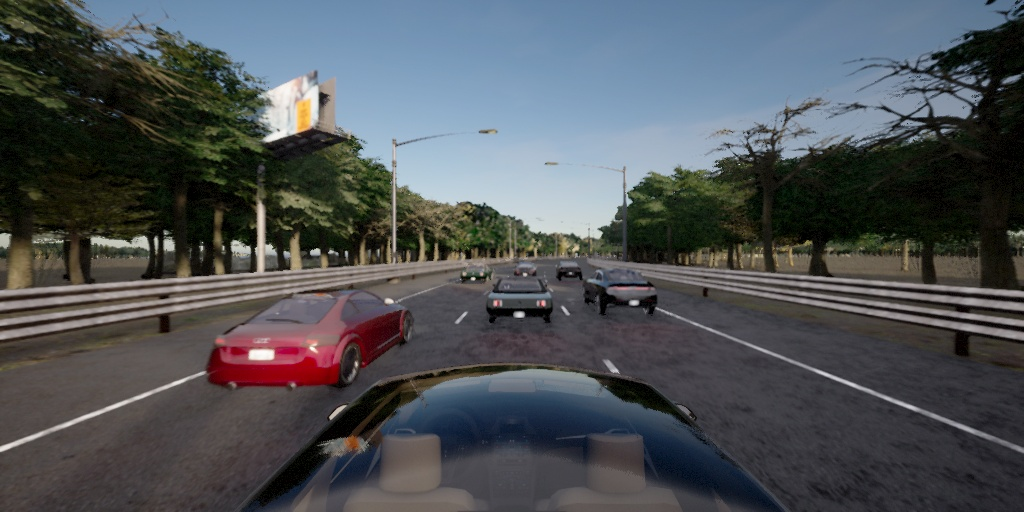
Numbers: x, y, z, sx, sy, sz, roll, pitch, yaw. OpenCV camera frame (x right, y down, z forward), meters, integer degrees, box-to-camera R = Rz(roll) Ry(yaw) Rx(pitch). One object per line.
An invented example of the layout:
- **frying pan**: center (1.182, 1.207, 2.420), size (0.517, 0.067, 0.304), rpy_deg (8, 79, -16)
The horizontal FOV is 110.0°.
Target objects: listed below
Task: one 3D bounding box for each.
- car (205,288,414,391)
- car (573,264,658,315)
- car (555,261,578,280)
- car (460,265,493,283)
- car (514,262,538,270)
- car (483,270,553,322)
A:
- **car**: center (-3.350, 1.299, 6.867), size (1.994, 1.385, 4.181), rpy_deg (0, 0, 1)
- **car**: center (3.818, 1.219, 13.407), size (2.128, 1.511, 4.902), rpy_deg (0, 0, 2)
- **car**: center (4.680, 1.173, 29.954), size (1.882, 1.535, 5.008), rpy_deg (0, 0, 4)
- **car**: center (-2.544, 1.294, 27.059), size (1.895, 1.301, 4.718), rpy_deg (0, 0, 4)
- **car**: center (1.127, 1.218, 29.506), size (1.812, 1.442, 4.674), rpy_deg (0, 0, 4)
- **car**: center (0.272, 1.328, 12.098), size (1.895, 1.301, 4.718), rpy_deg (0, 0, 2)
